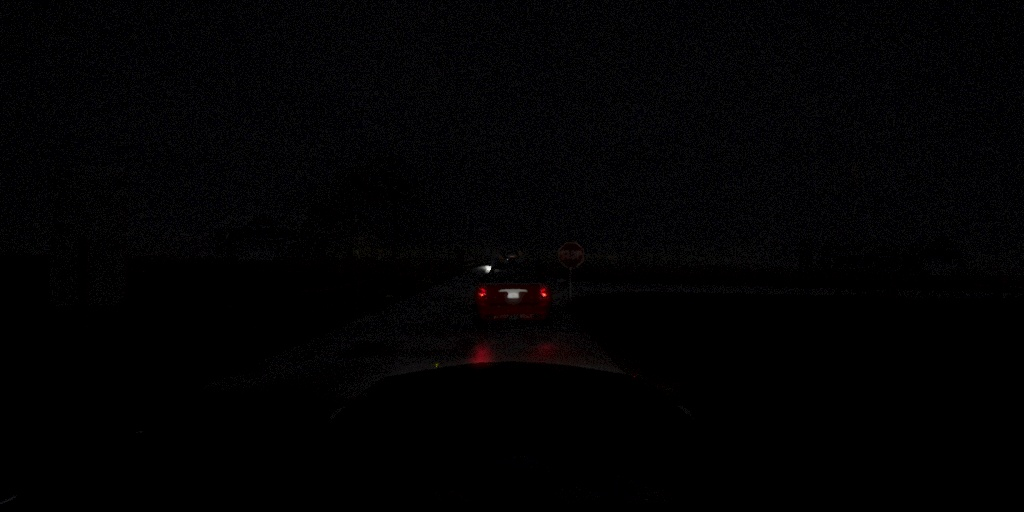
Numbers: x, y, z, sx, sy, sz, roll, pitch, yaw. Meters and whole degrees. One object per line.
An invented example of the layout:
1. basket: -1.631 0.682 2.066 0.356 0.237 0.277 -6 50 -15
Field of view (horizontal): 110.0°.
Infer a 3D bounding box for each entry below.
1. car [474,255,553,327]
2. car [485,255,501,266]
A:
1. car: 0.054 0.986 11.220 2.097 1.767 4.553 0 1 0
2. car: -2.786 0.696 54.135 2.128 1.511 4.902 0 1 0
